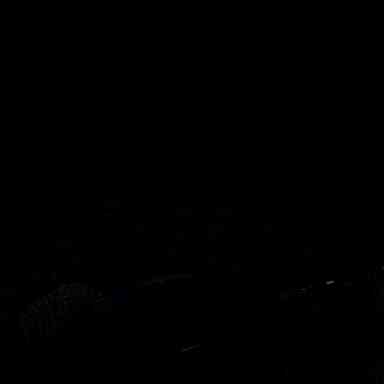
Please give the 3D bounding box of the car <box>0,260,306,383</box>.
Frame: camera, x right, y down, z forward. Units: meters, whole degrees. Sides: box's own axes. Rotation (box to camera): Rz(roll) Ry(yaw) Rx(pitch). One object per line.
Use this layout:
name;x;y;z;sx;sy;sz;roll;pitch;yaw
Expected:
car;-0.722;1.539;3.474;4.674;1.442;1.812;1;0;-35
